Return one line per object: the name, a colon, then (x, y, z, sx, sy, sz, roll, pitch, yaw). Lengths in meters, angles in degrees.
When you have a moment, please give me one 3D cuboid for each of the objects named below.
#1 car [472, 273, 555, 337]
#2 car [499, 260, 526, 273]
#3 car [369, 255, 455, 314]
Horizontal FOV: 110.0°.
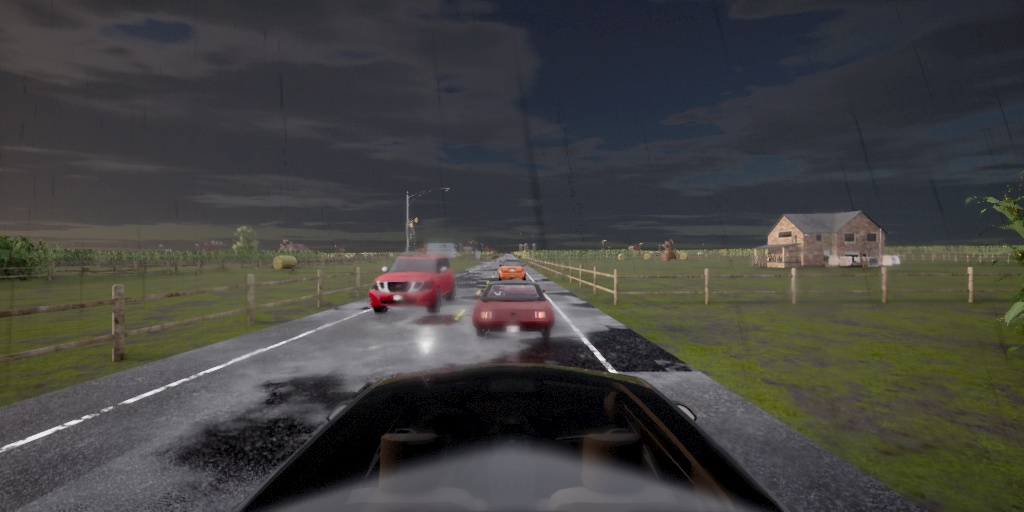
car: (0.044, 1.349, 10.240, 1.895, 1.301, 4.718, 0, 0, 0)
car: (0.017, 1.087, 29.010, 2.097, 1.767, 4.553, 0, 0, 0)
car: (-3.627, 0.968, 14.138, 2.150, 2.045, 5.566, 0, 0, 0)
